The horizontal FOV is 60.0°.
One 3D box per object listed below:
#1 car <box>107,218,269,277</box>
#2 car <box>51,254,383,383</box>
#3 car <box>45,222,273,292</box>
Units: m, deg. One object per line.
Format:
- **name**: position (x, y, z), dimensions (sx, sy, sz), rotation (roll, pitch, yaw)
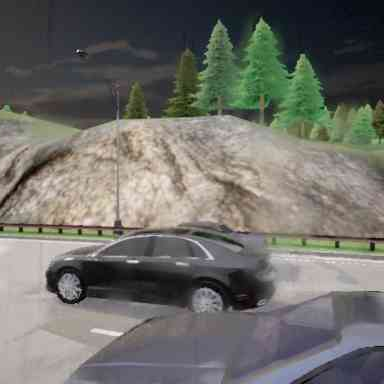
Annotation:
- **car**: position (-0.096, 1.600, 10.443), dimensions (4.718, 1.301, 1.895), rotation (0, 0, 20)
- **car**: position (1.584, 1.547, 2.392), dimensions (5.357, 1.411, 2.033), rotation (0, 0, 21)
- **car**: position (-0.745, 1.502, 6.942), dimensions (4.892, 1.490, 1.837), rotation (-1, 0, 20)
